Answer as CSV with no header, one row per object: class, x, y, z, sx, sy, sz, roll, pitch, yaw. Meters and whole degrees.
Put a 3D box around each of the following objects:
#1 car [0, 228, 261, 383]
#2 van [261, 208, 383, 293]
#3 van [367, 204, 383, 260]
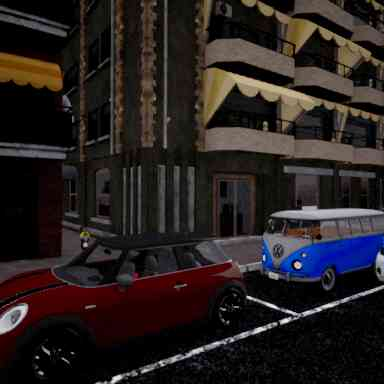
car,-1.108,1.440,5.304,4.097,1.590,1.967,0,0,-36
van,3.524,1.343,8.609,3.998,1.788,1.690,0,0,-36
van,8.155,1.346,11.914,3.998,1.788,1.690,0,0,-36
